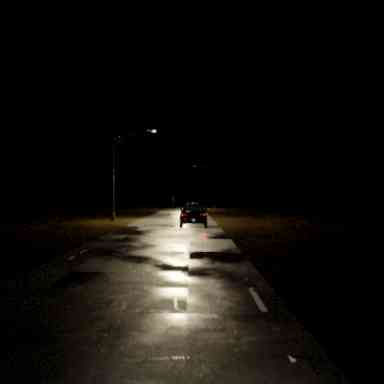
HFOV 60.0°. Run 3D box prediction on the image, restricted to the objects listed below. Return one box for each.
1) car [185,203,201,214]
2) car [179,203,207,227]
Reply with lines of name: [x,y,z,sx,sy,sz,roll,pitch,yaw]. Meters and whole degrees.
car: [0.090,1.987,40.710,1.895,1.301,4.718,0,-1,0]
car: [0.094,1.630,23.368,1.812,1.442,4.674,0,-1,0]
